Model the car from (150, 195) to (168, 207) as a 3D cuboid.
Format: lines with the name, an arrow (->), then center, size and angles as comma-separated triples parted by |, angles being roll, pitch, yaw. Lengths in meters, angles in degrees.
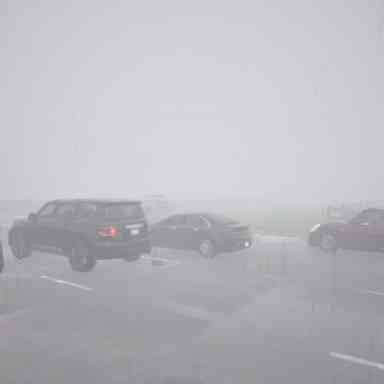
car -> -3.748, 1.225, 30.384 | 1.905, 1.878, 3.866 | 0, 0, 35

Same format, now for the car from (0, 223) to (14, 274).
car -> -7.144, 1.357, 9.081 | 4.553, 1.767, 2.097 | 0, 0, 35

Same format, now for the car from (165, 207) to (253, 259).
car -> -0.104, 1.510, 12.658 | 4.892, 1.490, 1.837 | 0, 0, 35

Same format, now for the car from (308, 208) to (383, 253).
car -> 6.677, 1.356, 12.129 | 4.553, 1.767, 2.097 | 0, 0, 35

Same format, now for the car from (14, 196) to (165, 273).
car -> -3.800, 1.226, 10.996 | 5.566, 2.045, 2.150 | 0, 0, 35
